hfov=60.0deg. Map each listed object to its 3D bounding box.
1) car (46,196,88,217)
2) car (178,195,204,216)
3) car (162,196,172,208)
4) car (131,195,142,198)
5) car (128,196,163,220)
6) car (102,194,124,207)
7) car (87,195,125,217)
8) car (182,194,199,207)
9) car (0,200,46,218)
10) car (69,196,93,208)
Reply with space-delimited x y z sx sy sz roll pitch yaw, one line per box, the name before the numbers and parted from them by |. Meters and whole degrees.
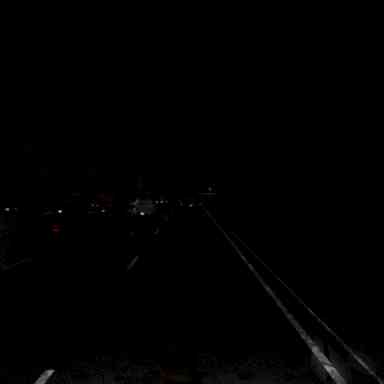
car | -10.587 1.293 29.101 1.837 1.490 4.892 0 0 0
car | -0.088 1.126 29.186 2.097 1.767 4.553 0 0 0
car | -3.665 1.223 42.754 2.033 1.411 5.357 0 0 0
car | -7.172 1.176 43.987 1.837 1.490 4.892 0 1 0
car | -3.576 1.328 26.207 1.812 1.442 4.674 0 0 0
car | -10.683 1.141 45.446 1.882 1.535 5.008 0 1 0
car | -7.076 1.277 28.899 2.128 1.511 4.902 0 0 0
car | -0.185 1.140 45.726 2.128 1.511 4.902 0 1 0
car | -14.072 1.350 27.873 2.033 1.411 5.357 0 0 0
car | -14.603 1.244 43.971 1.994 1.385 4.181 0 1 -5
